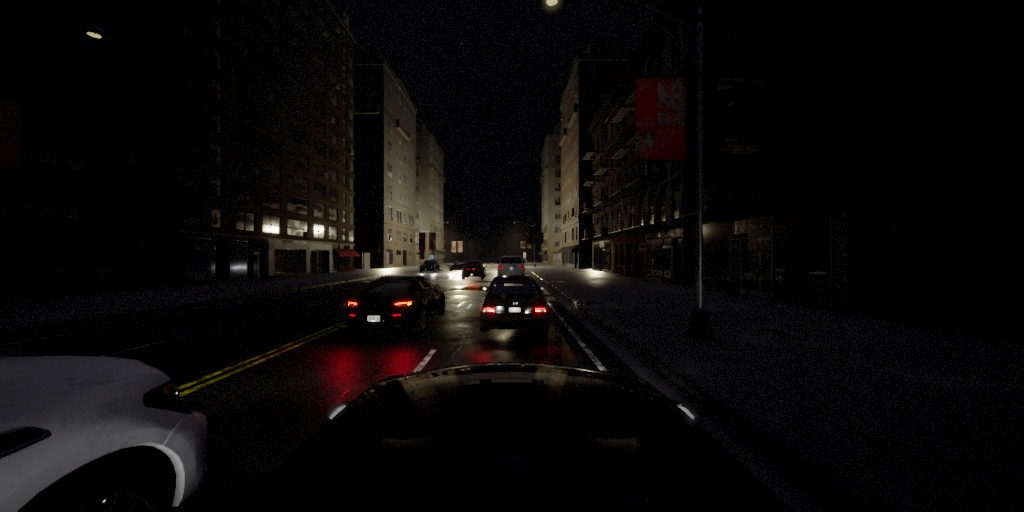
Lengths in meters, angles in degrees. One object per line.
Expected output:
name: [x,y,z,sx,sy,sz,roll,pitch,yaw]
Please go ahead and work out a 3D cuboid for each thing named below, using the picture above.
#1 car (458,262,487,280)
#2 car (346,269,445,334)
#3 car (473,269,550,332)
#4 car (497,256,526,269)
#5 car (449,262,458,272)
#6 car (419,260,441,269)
car: [-3.323,1.268,31.716,1.837,1.490,4.892,0,0,-1]
car: [-3.200,1.277,10.558,1.812,1.442,4.674,0,0,0]
car: [0.049,1.298,10.841,2.033,1.411,5.357,0,0,0]
car: [-0.061,0.984,29.374,2.150,2.045,5.566,0,0,0]
car: [-6.855,1.377,46.352,1.895,1.301,4.718,0,0,0]
car: [-10.096,1.279,44.323,1.837,1.490,4.892,0,0,0]
